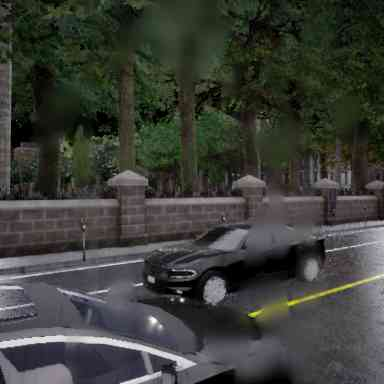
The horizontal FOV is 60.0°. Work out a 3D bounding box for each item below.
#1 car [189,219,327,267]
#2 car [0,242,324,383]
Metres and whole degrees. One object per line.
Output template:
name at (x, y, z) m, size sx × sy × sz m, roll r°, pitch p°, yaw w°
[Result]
car at (1.218, 1.477, 8.110) m, size 5.008 × 1.535 × 1.882 m, roll 0°, pitch 0°, yaw -36°
car at (-1.278, 1.492, 2.398) m, size 4.902 × 1.511 × 2.128 m, roll 0°, pitch 0°, yaw -36°
